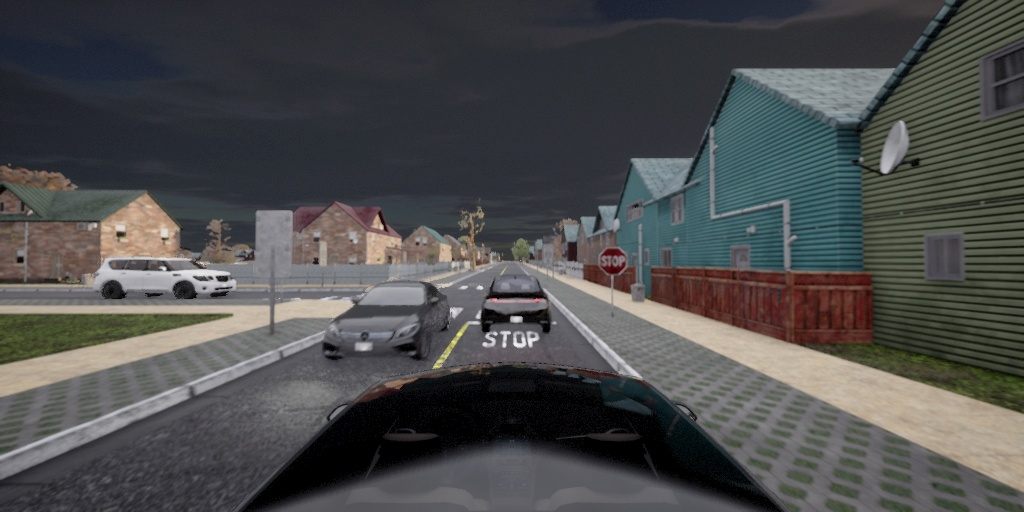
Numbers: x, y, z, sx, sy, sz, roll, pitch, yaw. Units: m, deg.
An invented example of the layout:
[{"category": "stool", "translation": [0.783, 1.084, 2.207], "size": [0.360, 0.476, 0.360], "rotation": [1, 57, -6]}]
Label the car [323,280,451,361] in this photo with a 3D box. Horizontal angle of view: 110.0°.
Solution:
[{"category": "car", "translation": [-2.606, 1.327, 8.551], "size": [1.812, 1.442, 4.674], "rotation": [1, 0, -1]}]

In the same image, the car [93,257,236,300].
[{"category": "car", "translation": [-16.718, 1.068, 17.408], "size": [5.566, 2.045, 2.150], "rotation": [0, -1, 0]}]

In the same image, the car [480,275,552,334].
[{"category": "car", "translation": [0.105, 1.310, 10.933], "size": [2.128, 1.511, 4.902], "rotation": [0, 0, 0]}]

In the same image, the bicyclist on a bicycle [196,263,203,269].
[{"category": "bicyclist on a bicycle", "translation": [-20.205, 1.255, 23.242], "size": [0.582, 1.620, 1.656], "rotation": [0, -1, 0]}]
